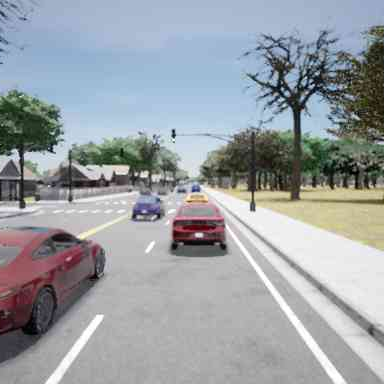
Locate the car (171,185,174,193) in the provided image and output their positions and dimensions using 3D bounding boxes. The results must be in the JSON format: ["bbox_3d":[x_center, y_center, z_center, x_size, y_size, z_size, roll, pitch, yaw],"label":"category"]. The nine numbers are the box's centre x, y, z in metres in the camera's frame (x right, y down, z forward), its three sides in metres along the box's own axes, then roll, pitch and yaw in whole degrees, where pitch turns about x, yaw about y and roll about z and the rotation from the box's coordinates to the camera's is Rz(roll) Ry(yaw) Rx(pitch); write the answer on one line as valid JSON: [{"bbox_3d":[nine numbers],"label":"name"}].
[{"bbox_3d":[-5.553,-0.776,79.869,2.150,2.045,5.566,0,1,1],"label":"car"}]

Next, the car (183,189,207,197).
[{"bbox_3d":[0.415,0.823,26.604,1.882,1.535,5.008,0,2,1],"label":"car"}]

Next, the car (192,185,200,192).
[{"bbox_3d":[1.028,-0.968,86.614,2.097,1.767,4.553,0,1,1],"label":"car"}]

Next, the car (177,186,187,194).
[{"bbox_3d":[-2.341,-0.557,76.658,2.097,1.767,4.553,0,1,1],"label":"car"}]

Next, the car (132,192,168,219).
[{"bbox_3d":[-2.880,0.969,22.564,1.812,1.442,4.674,0,1,1],"label":"car"}]

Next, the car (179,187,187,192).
[{"bbox_3d":[-2.222,-0.732,86.718,1.895,1.301,4.718,0,1,1],"label":"car"}]

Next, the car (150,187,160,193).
[{"bbox_3d":[-8.802,-0.480,79.946,1.812,1.442,4.674,0,1,1],"label":"car"}]

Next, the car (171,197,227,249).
[{"bbox_3d":[0.251,1.160,12.881,1.882,1.535,5.008,0,1,1],"label":"car"}]

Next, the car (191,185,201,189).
[{"bbox_3d":[0.905,-0.676,76.260,2.150,2.045,5.566,0,1,1],"label":"car"}]

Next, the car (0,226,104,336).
[{"bbox_3d":[-3.076,1.368,6.269,1.812,1.442,4.674,0,2,1],"label":"car"}]

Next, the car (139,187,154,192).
[{"bbox_3d":[-9.003,-0.094,64.375,1.837,1.490,4.892,0,2,1],"label":"car"}]

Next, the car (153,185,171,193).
[{"bbox_3d":[-5.753,-0.092,64.336,1.837,1.490,4.892,0,2,1],"label":"car"}]
